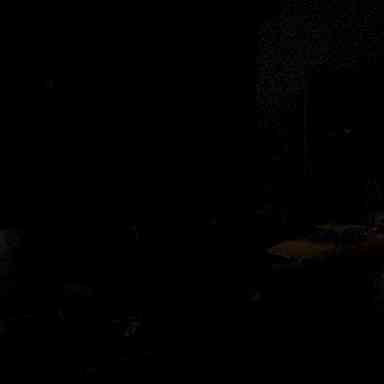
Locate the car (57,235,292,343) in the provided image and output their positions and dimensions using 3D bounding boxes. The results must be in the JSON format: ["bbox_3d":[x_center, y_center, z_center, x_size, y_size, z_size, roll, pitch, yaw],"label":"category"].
[{"bbox_3d":[-0.279,1.566,6.469,4.313,1.339,1.947,0,0,-36],"label":"car"}]

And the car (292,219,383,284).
[{"bbox_3d":[3.992,1.526,9.552,4.829,1.417,1.752,0,0,-36],"label":"car"}]
